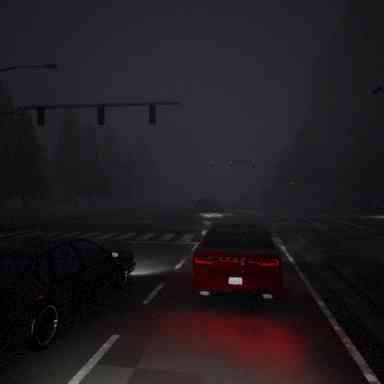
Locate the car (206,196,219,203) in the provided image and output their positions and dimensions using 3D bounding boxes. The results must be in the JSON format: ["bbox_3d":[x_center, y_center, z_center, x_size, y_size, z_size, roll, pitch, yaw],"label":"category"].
[{"bbox_3d":[4.514,1.524,72.426,1.812,1.442,4.674,0,0,14],"label":"car"}]

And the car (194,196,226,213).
[{"bbox_3d":[1.647,1.524,37.043,1.837,1.490,4.892,-1,0,-19],"label":"car"}]

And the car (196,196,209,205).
[{"bbox_3d":[1.909,1.525,58.522,1.812,1.442,4.674,0,0,9],"label":"car"}]

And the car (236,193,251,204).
[{"bbox_3d":[10.208,1.221,64.715,2.150,2.045,5.566,0,0,10],"label":"car"}]

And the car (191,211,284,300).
[{"bbox_3d":[1.196,1.478,8.539,1.882,1.535,5.008,0,0,9],"label":"car"}]

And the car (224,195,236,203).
[{"bbox_3d":[7.238,1.477,67.560,1.882,1.535,5.008,0,0,12],"label":"car"}]

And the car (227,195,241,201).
[{"bbox_3d":[10.796,1.551,85.566,1.994,1.385,4.181,0,0,35],"label":"car"}]

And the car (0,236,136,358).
[{"bbox_3d":[-2.729,1.547,6.226,2.033,1.411,5.357,0,0,10],"label":"car"}]

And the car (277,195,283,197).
[{"bbox_3d":[25.296,1.477,90.112,5.008,1.535,1.882,0,0,-34],"label":"car"}]

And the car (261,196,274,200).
[{"bbox_3d":[20.990,1.524,91.265,4.674,1.442,1.812,0,0,-37],"label":"car"}]
